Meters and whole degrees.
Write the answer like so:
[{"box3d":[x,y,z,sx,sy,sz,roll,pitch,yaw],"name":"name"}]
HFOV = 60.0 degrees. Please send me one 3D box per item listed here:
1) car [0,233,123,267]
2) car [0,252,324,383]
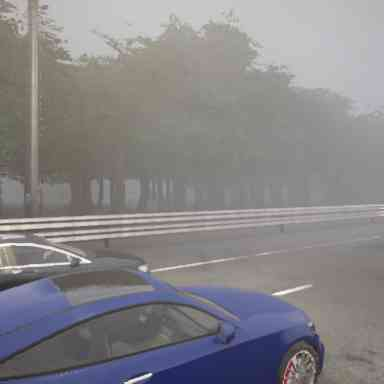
[{"box3d":[-3.071,1.493,5.854,4.902,1.511,2.128,0,0,-35],"name":"car"},{"box3d":[-0.669,1.529,3.266,4.674,1.442,1.812,0,0,-35],"name":"car"}]
